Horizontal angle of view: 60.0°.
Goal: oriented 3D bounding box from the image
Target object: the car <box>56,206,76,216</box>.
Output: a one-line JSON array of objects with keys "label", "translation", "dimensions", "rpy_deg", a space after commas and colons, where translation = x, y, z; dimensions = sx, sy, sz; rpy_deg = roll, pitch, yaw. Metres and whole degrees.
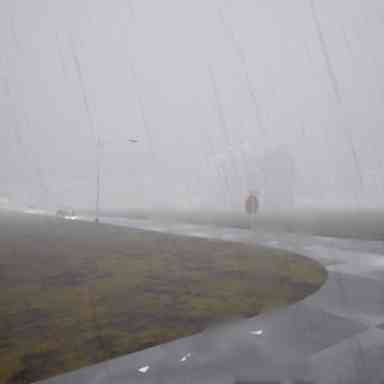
[{"label": "car", "translation": [-18.893, 2.817, 49.793], "dimensions": [2.128, 1.511, 4.902], "rpy_deg": [2, -2, -36]}]
